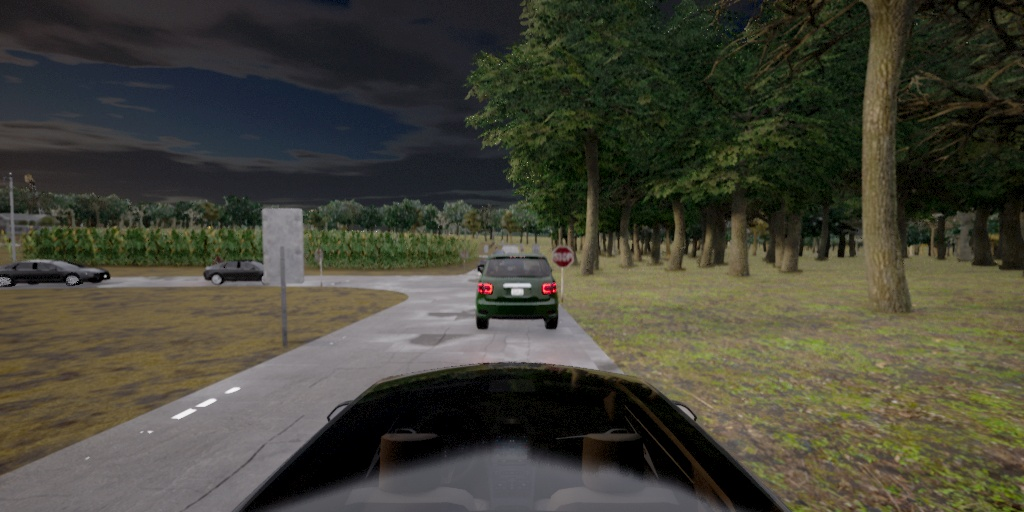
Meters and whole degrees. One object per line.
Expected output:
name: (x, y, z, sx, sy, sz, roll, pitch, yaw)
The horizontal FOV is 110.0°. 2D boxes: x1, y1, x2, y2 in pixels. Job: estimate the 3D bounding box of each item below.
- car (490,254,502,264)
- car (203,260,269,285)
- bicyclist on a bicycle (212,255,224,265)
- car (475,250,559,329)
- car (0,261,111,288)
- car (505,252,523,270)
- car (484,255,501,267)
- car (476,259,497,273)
car: (-2.609, 0.449, 59.974, 1.812, 1.442, 4.674, 0, 2, 1)
car: (-16.976, 1.023, 23.212, 4.892, 1.490, 1.837, 0, 2, -7)
bicyclist on a bicycle: (-23.363, 0.740, 28.562, 0.582, 1.620, 1.656, 0, 1, -11)
car: (0.131, 0.931, 11.166, 2.150, 2.045, 5.566, 0, 0, 0)
car: (-27.227, 1.014, 21.233, 4.892, 1.490, 1.837, 0, 2, -17)
car: (0.226, 0.551, 43.888, 2.150, 2.045, 5.566, 0, 1, 0)
car: (-2.673, 0.682, 49.977, 2.128, 1.511, 4.902, 0, 1, 0)
car: (-2.722, 1.025, 39.039, 1.895, 1.301, 4.718, 0, 1, 0)
